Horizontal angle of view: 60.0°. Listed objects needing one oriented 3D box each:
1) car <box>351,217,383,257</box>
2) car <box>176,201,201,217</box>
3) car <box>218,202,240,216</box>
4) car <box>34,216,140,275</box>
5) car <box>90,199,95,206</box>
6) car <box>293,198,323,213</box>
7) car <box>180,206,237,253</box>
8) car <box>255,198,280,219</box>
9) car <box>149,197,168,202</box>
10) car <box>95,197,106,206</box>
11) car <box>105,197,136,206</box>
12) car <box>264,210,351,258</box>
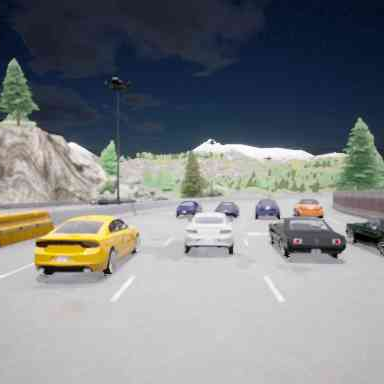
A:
[{"bbox_3d":[7.672,1.611,12.874,1.895,1.301,4.718,0,0,5],"label":"car"},{"bbox_3d":[-0.199,1.547,30.881,1.812,1.442,4.674,0,0,12],"label":"car"},{"bbox_3d":[3.305,1.586,30.486,1.994,1.385,4.181,0,0,12],"label":"car"},{"bbox_3d":[-3.010,1.485,10.574,1.882,1.535,5.008,0,0,4],"label":"car"},{"bbox_3d":[-15.118,1.528,55.788,2.128,1.511,4.902,0,0,20],"label":"car"},{"bbox_3d":[10.273,1.375,29.620,2.097,1.767,4.553,0,0,12],"label":"car"},{"bbox_3d":[0.752,1.536,13.774,1.812,1.442,4.674,0,0,5],"label":"car"},{"bbox_3d":[6.697,1.374,29.626,2.097,1.767,4.553,0,0,12],"label":"car"},{"bbox_3d":[-5.181,1.542,52.444,1.837,1.490,4.892,0,0,20],"label":"car"},{"bbox_3d":[-12.514,1.582,52.744,2.033,1.411,5.357,0,0,19],"label":"car"},{"bbox_3d":[-10.072,1.580,49.032,2.033,1.411,5.357,0,0,18],"label":"car"},{"bbox_3d":[4.163,1.611,12.856,1.895,1.301,4.718,0,0,5],"label":"car"}]
